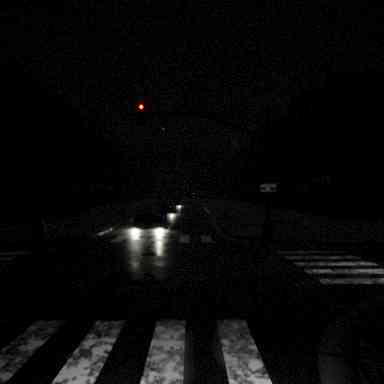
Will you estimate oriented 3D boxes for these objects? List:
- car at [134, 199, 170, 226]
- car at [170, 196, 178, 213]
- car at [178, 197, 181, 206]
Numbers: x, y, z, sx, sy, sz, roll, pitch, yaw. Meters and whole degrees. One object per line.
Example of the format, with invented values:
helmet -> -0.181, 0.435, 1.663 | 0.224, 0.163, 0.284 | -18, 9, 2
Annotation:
car -> -2.912, 1.482, 23.981 | 1.882, 1.535, 5.008 | 0, 0, 0
car -> -2.934, 1.486, 37.089 | 1.882, 1.535, 5.008 | 0, 0, 0
car -> -2.889, 1.542, 57.103 | 1.837, 1.490, 4.892 | 0, -1, 0
